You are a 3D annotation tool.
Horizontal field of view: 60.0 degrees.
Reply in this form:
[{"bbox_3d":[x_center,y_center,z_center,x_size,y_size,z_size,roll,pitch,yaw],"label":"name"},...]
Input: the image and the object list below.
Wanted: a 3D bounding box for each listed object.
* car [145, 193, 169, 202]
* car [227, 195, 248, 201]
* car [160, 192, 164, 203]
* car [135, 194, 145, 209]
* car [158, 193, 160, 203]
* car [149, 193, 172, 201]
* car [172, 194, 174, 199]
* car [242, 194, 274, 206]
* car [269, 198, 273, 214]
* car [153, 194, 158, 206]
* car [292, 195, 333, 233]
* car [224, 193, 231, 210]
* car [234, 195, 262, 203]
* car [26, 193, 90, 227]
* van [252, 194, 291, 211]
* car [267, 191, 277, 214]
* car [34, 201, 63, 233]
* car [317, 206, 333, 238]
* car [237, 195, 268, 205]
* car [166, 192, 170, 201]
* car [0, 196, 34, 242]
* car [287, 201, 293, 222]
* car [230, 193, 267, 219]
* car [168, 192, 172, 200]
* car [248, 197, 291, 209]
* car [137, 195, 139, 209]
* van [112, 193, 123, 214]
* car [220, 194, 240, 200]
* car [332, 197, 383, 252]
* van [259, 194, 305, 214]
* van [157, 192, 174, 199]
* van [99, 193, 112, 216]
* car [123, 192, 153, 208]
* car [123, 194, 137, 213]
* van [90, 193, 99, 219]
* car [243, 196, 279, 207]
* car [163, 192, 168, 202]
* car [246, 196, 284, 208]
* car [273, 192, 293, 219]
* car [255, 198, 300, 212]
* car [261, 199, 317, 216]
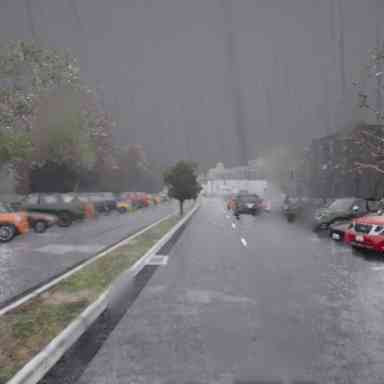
[{"bbox_3d":[-7.124,1.090,67.738,4.553,1.767,2.185,0,0,-19],"label":"car"},{"bbox_3d":[11.174,1.427,81.525,4.674,1.452,2.002,1,0,-21],"label":"car"},{"bbox_3d":[-7.482,1.250,52.938,5.008,1.535,2.097,0,0,-17],"label":"car"},{"bbox_3d":[-8.221,1.310,38.120,4.792,1.488,2.163,0,0,-17],"label":"car"},{"bbox_3d":[-7.590,1.131,49.983,4.553,1.767,2.185,0,0,-17],"label":"car"},{"bbox_3d":[-7.026,1.075,73.675,4.553,1.767,2.185,0,0,-20],"label":"car"},{"bbox_3d":[-7.240,1.206,70.641,5.366,1.575,1.946,0,0,-19],"label":"car"},{"bbox_3d":[10.786,1.346,54.336,4.553,1.767,2.185,1,0,-18],"label":"car"},{"bbox_3d":[9.347,1.537,27.267,5.008,1.535,2.097,2,0,-17],"label":"car"},{"bbox_3d":[-7.739,1.265,44.104,5.366,1.575,1.946,0,0,-17],"label":"car"},{"bbox_3d":[8.794,1.305,18.253,5.566,2.045,2.435,2,1,-17],"label":"car"},{"bbox_3d":[5.534,1.307,42.262,2.097,1.767,4.553,1,0,3],"label":"car"},{"bbox_3d":[11.160,1.437,66.416,5.008,1.535,2.097,1,0,-19],"label":"car"},{"bbox_3d":[-9.310,1.065,20.267,5.566,2.045,2.435,0,0,-17],"label":"car"},{"bbox_3d":[10.114,1.275,42.246,4.442,1.987,1.878,2,0,-17],"label":"van"},{"bbox_3d":[9.552,1.280,30.279,5.566,2.045,2.435,2,0,-17],"label":"car"},{"bbox_3d":[-9.460,1.363,17.309,4.674,1.452,2.002,0,0,-17],"label":"car"},{"bbox_3d":[8.607,1.592,15.255,4.792,1.488,2.163,2,1,-17],"label":"car"},{"bbox_3d":[11.011,1.455,60.380,5.008,1.535,2.097,1,0,-19],"label":"car"},{"bbox_3d":[-7.171,1.259,61.838,4.792,1.488,2.163,0,0,-18],"label":"car"},{"bbox_3d":[-9.600,1.203,14.340,4.553,1.767,2.185,0,0,-17],"label":"car"},{"bbox_3d":[8.961,1.579,21.257,4.792,1.488,2.163,2,0,-17],"label":"car"},{"bbox_3d":[4.770,1.208,29.023,2.150,2.045,5.566,1,1,3],"label":"car"},{"bbox_3d":[-7.130,1.223,64.782,5.008,1.535,2.097,0,0,-19],"label":"car"},{"bbox_3d":[10.558,1.498,45.354,5.366,1.575,1.946,2,0,-17],"label":"car"},{"bbox_3d":[-8.446,1.316,35.125,4.792,1.488,2.163,0,0,-17],"label":"car"},{"bbox_3d":[-8.654,1.073,29.231,4.442,1.987,1.878,0,0,-17],"label":"van"},{"bbox_3d":[10.705,1.337,93.530,5.366,1.575,1.946,1,0,-22],"label":"car"},{"bbox_3d":[8.436,1.318,12.249,5.566,2.045,2.435,2,1,-17],"label":"car"},{"bbox_3d":[9.770,1.288,36.231,4.442,1.987,1.878,2,1,-17],"label":"van"},{"bbox_3d":[-7.262,0.924,91.476,4.442,1.987,1.878,0,0,-22],"label":"van"},{"bbox_3d":[-8.826,1.079,26.257,4.442,1.987,1.878,0,0,-17],"label":"van"},{"bbox_3d":[-8.103,1.023,41.066,5.566,2.045,2.435,0,0,-17],"label":"car"},{"bbox_3d":[-8.413,1.290,32.221,5.366,1.575,1.946,0,0,-17],"label":"car"},{"bbox_3d":[-8.997,1.085,23.285,4.442,1.987,1.878,0,0,-17],"label":"van"},{"bbox_3d":[10.666,1.482,51.319,4.892,1.521,2.231,1,0,-18],"label":"car"},{"bbox_3d":[-7.311,1.266,58.846,4.792,1.488,2.163,0,0,-18],"label":"car"},{"bbox_3d":[10.546,1.489,48.303,5.008,1.535,2.097,2,1,-17],"label":"car"},{"bbox_3d":[9.198,1.293,24.281,5.566,2.045,2.435,2,0,-17],"label":"car"},{"bbox_3d":[10.075,1.541,39.289,4.792,1.488,2.163,2,0,-17],"label":"car"},{"bbox_3d":[9.701,1.524,33.267,5.008,1.535,2.097,2,1,-17],"label":"car"}]
